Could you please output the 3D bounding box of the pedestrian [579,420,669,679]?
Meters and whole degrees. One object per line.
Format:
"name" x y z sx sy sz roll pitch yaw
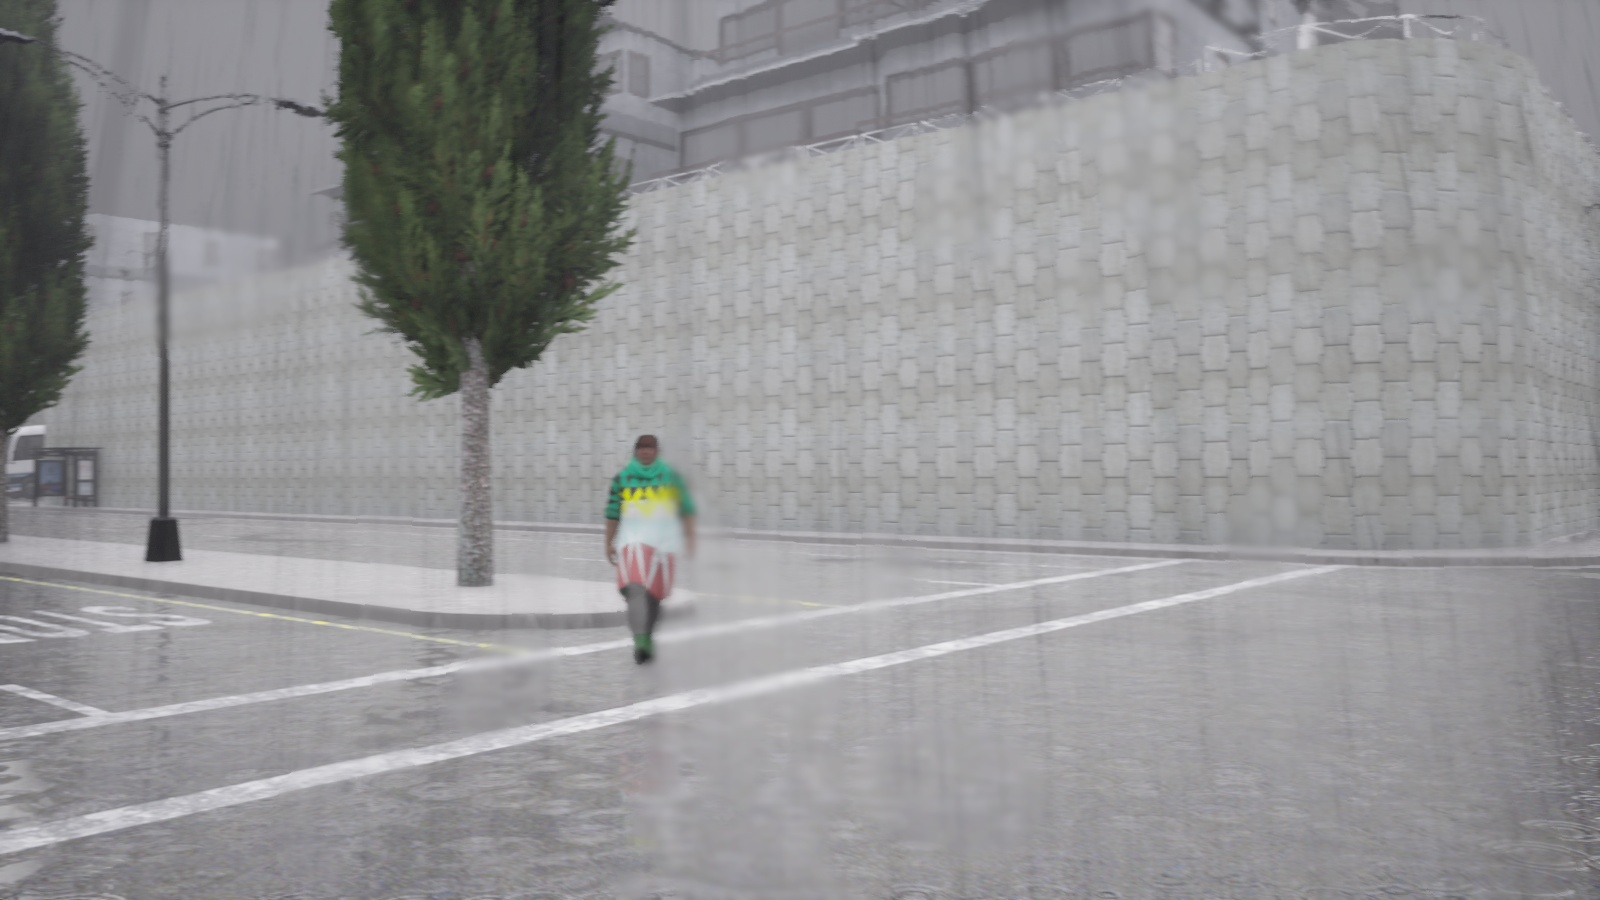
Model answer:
"pedestrian" -1.381 0.756 9.958 0.659 1.952 0.873 -1 -1 -6

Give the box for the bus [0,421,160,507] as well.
"bus" -44.420 0.843 74.684 3.944 4.253 10.273 -3 3 39
